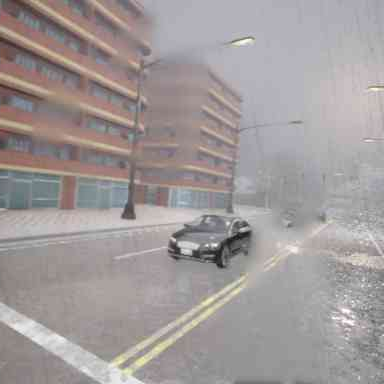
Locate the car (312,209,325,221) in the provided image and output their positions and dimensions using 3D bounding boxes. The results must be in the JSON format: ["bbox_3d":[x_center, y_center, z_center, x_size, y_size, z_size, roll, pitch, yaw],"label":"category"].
[{"bbox_3d":[17.100,3.075,45.523,1.812,1.442,4.674,5,0,26],"label":"car"}]

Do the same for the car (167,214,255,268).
[{"bbox_3d":[0.914,1.590,11.997,2.128,1.511,4.902,5,0,26],"label":"car"}]

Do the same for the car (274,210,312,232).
[{"bbox_3d":[7.972,2.219,26.707,2.128,1.511,4.902,5,0,26],"label":"car"}]
